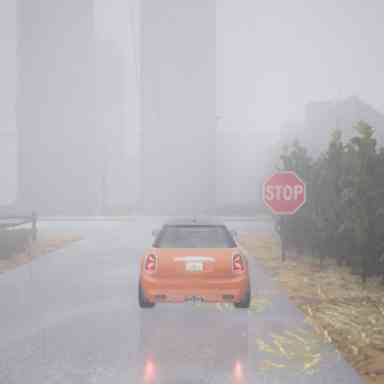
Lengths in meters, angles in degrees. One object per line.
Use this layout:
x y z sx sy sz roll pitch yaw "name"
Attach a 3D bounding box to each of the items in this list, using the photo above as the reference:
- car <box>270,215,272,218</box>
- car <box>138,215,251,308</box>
7.798 1.565 22.673 4.718 1.301 1.895 0 0 0 "car"
0.056 1.342 8.050 2.097 1.767 4.553 0 0 0 "car"
